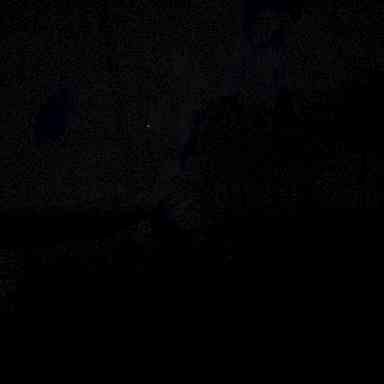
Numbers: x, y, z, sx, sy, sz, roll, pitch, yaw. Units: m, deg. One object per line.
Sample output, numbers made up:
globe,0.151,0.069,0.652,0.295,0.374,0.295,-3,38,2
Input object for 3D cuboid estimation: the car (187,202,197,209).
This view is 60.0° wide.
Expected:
car,0.073,2.680,66.915,1.895,1.301,4.718,0,-1,0

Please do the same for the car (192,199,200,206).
car,1.058,2.974,94.952,2.097,1.767,4.553,0,-1,0

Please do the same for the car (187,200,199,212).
car,0.153,2.317,51.179,2.033,1.411,5.357,0,-1,0
